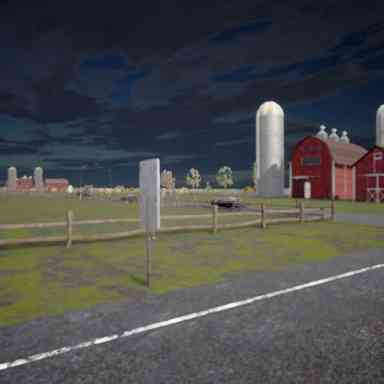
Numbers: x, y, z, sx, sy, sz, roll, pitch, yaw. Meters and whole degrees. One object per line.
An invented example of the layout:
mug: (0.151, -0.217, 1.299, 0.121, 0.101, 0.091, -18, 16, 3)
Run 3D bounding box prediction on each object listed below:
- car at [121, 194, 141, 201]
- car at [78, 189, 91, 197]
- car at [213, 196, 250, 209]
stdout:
car: (-10.805, 1.016, 59.240, 2.033, 1.411, 5.357, -1, 1, -35)
car: (-28.902, 0.194, 89.088, 2.150, 2.045, 5.566, -1, 1, -36)
car: (4.413, 1.198, 37.996, 1.882, 1.535, 5.008, -1, 1, -36)
